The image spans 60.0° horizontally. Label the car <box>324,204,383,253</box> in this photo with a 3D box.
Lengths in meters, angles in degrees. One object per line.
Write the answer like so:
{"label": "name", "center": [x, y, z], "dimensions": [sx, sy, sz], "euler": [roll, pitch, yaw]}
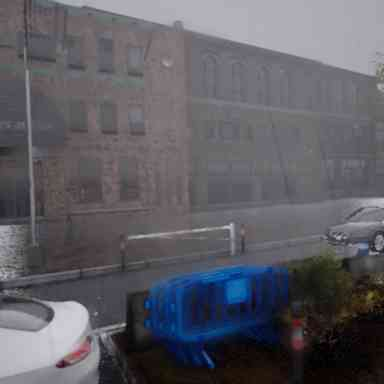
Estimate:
{"label": "car", "center": [7.237, 1.287, 12.869], "dimensions": [4.892, 1.490, 1.837], "euler": [-2, 1, -30]}

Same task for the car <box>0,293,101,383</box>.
{"label": "car", "center": [-3.279, 1.797, 3.140], "dimensions": [4.674, 1.452, 2.002], "euler": [0, 2, -27]}
